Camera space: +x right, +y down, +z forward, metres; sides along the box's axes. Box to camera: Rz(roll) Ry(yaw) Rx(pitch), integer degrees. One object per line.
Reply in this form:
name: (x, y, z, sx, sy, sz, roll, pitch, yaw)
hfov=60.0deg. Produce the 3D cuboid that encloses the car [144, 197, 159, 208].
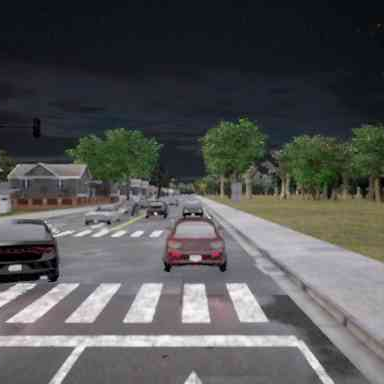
car: (-6.551, 1.696, 54.411, 1.882, 1.535, 5.008, 0, 0, 0)

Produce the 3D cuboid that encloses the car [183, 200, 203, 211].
car: (0.087, 1.734, 31.645, 1.895, 1.301, 4.718, 0, 0, 0)

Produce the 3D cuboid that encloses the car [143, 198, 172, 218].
car: (-3.163, 1.637, 31.417, 1.837, 1.490, 4.892, 0, 0, 0)

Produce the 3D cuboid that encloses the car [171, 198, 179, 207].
car: (-3.273, 1.777, 57.261, 2.033, 1.411, 5.357, 0, 0, 0)

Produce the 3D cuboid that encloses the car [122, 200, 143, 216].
car: (-6.609, 1.634, 34.364, 2.128, 1.511, 4.902, 0, 0, 0)

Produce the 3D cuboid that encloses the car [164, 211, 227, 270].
car: (0.095, 1.576, 11.050, 1.812, 1.442, 4.674, 0, 0, 0)

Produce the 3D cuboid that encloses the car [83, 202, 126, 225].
car: (-6.610, 1.709, 25.090, 1.895, 1.301, 4.718, 0, 0, 0)

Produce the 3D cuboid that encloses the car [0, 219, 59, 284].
car: (-4.969, 1.522, 9.587, 1.882, 1.535, 5.008, 1, 0, -25)
